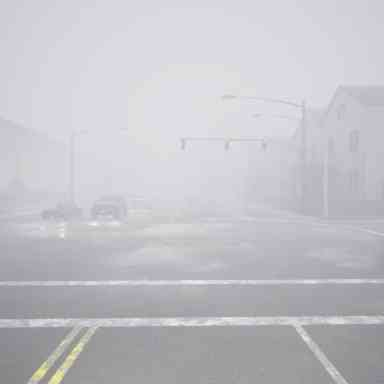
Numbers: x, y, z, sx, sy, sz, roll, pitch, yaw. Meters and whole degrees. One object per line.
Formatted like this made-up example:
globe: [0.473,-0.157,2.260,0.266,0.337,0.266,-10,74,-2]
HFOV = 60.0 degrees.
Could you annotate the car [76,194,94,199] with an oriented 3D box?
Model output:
car: [-28.904,1.291,89.741,1.853,1.218,4.536,0,0,29]

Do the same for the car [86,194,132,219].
car: [-7.070,1.221,28.950,2.150,2.045,5.566,0,0,0]

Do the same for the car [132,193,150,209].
car: [-7.054,1.219,45.468,2.150,2.045,5.566,0,0,0]

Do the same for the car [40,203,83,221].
car: [-10.573,1.600,27.258,1.895,1.301,4.718,0,0,0]

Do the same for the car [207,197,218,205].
car: [3.558,1.596,58.695,1.895,1.301,4.718,0,0,0]

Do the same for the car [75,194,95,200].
car: [-28.880,1.449,89.786,2.038,1.542,4.974,0,0,29]

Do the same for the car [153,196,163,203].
car: [-6.938,1.507,68.349,1.837,1.490,4.892,0,0,0]

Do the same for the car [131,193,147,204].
car: [-10.460,1.222,66.255,2.150,2.045,5.566,0,0,1]

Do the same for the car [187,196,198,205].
car: [0.059,1.489,58.669,2.128,1.511,4.902,0,0,0]
